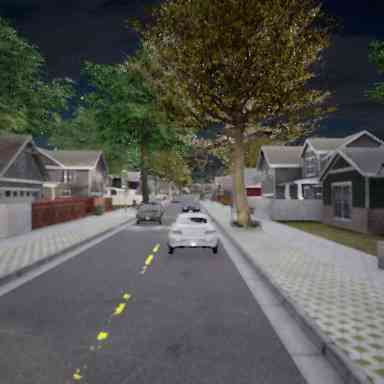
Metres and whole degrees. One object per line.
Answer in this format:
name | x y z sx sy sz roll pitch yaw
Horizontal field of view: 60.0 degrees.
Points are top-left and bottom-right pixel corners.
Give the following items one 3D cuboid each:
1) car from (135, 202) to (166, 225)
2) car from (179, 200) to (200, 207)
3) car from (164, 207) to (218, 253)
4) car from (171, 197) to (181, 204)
car | -2.971 1.536 24.621 1.837 1.490 4.892 0 0 0
car | -0.085 1.646 35.274 1.895 1.301 4.718 0 0 0
car | 0.033 1.541 13.690 1.812 1.442 4.674 0 0 0
car | -3.098 1.680 65.379 1.994 1.385 4.181 0 0 0
